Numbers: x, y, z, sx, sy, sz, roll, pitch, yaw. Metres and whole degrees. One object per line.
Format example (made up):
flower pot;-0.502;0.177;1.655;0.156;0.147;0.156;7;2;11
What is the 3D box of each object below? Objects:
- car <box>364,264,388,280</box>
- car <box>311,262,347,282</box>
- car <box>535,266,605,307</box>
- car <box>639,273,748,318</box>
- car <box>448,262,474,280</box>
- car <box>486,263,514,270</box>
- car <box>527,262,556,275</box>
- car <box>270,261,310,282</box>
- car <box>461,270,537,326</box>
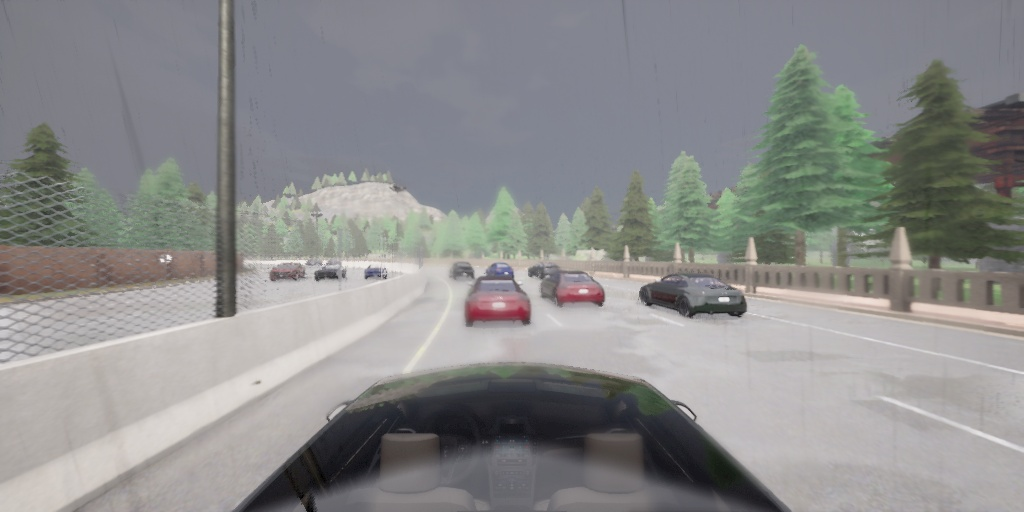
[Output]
car;-12.095;1.409;32.043;1.895;1.301;4.718;0;0;-19
car;-15.127;1.411;30.078;1.895;1.301;4.718;0;0;-18
car;2.513;1.329;15.747;1.994;1.385;4.181;0;0;-7
car;6.356;1.320;13.089;1.994;1.385;4.181;0;0;-6
car;-4.502;1.301;31.742;1.837;1.490;4.892;0;0;-16
car;-1.145;1.318;32.659;1.812;1.442;4.674;0;0;-16
car;2.799;1.277;31.632;2.128;1.511;4.902;0;0;-15
car;-19.018;1.295;30.620;1.882;1.535;5.008;0;0;-20
car;-0.537;1.328;11.880;1.994;1.385;4.181;0;0;-5
